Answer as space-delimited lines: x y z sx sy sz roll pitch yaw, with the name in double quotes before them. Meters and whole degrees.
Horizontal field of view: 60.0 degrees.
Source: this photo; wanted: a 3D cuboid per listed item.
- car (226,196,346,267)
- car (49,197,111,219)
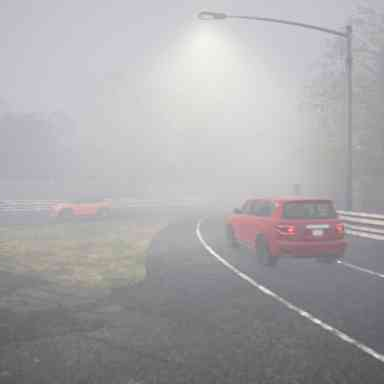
"car" 2.813 1.138 11.323 2.150 2.045 5.566 -1 0 -10
"car" -9.069 1.199 27.015 4.553 1.767 2.097 -1 0 -36
